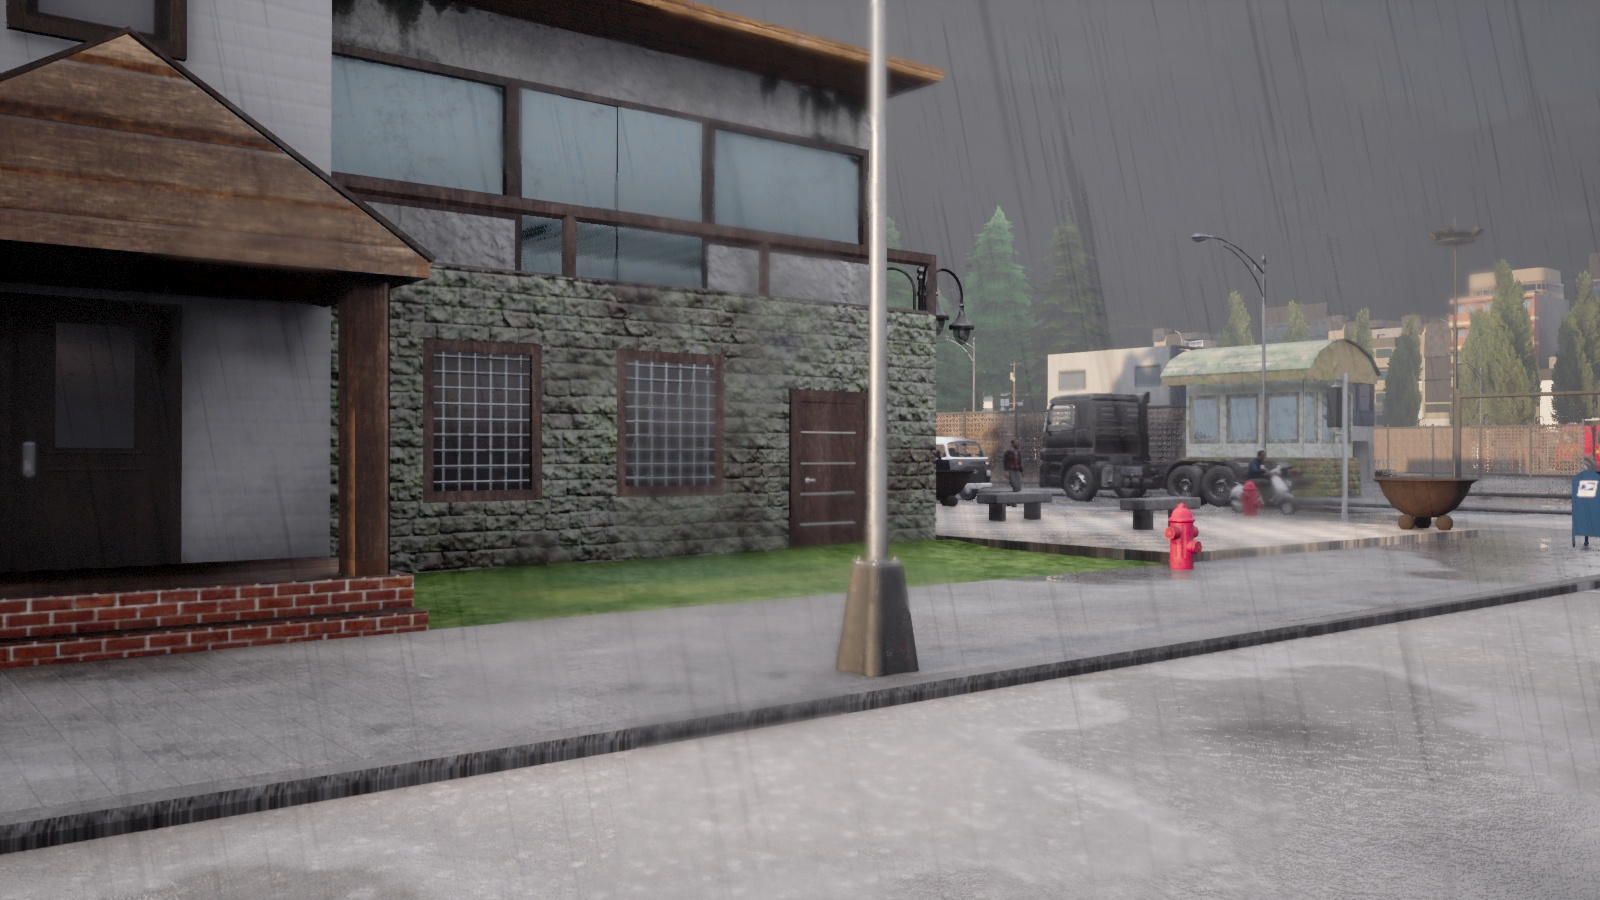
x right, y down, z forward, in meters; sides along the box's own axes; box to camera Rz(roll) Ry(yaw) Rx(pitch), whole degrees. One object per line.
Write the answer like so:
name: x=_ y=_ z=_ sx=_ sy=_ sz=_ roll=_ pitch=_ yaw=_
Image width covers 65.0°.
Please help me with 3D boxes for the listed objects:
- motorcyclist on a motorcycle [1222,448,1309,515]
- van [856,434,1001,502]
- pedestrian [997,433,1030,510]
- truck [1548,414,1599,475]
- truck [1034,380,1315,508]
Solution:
motorcyclist on a motorcycle: x=11.425 y=0.749 z=30.854 sx=0.866 sy=1.590 sz=1.817 roll=0 pitch=0 yaw=-38
van: x=4.049 y=0.561 z=40.205 sx=2.069 sy=2.038 sz=4.480 roll=0 pitch=-1 yaw=-38
pedestrian: x=5.195 y=0.518 z=30.604 sx=0.376 sy=1.854 sz=0.720 roll=0 pitch=0 yaw=-40
truck: x=52.102 y=-0.338 z=78.686 sx=2.891 sy=3.827 sz=8.468 roll=0 pitch=0 yaw=-39
truck: x=11.023 y=-0.165 z=37.808 sx=2.891 sy=3.462 sz=7.936 roll=0 pitch=0 yaw=-37
